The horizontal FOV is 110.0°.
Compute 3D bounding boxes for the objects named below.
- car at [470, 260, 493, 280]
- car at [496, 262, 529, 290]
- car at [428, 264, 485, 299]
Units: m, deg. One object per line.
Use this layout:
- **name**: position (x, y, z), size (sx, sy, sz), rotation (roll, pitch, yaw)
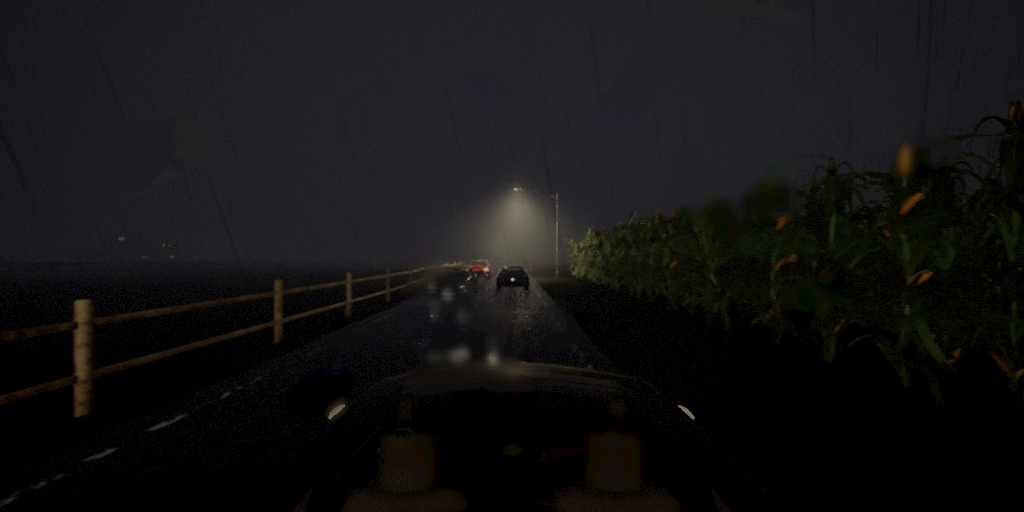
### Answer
- **car**: position (-2.792, 1.091, 30.688), size (2.097, 1.767, 4.553), rotation (0, 0, 1)
- **car**: position (0.056, 1.306, 22.470), size (1.994, 1.385, 4.181), rotation (0, 0, 0)
- **car**: position (-2.774, 1.291, 18.172), size (2.033, 1.411, 5.357), rotation (0, 0, 0)
